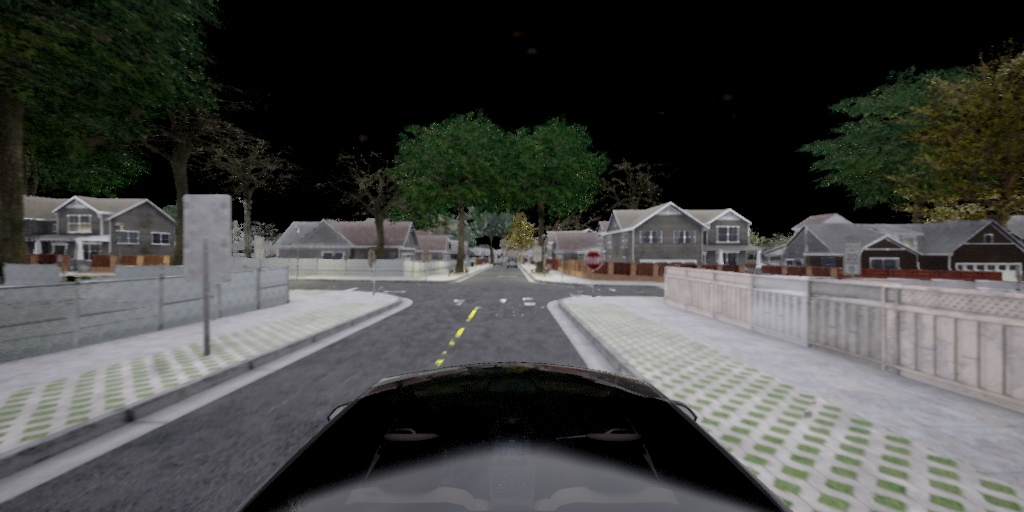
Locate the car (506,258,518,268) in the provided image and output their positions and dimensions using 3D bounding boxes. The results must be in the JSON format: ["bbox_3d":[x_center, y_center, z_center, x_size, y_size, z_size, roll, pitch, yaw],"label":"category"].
[{"bbox_3d":[0.017,1.546,65.447,1.994,1.385,4.181,0,0,0],"label":"car"}]
